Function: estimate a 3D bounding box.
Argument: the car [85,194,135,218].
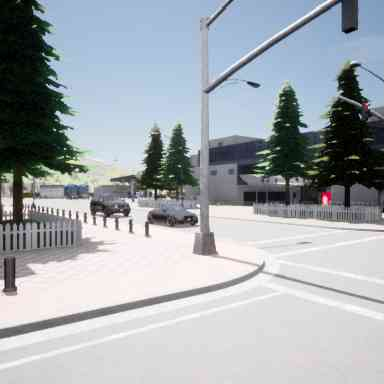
[{"bbox_3d":[-7.837,1.237,31.401,2.150,2.045,5.566,0,0,-37],"label":"car"}]

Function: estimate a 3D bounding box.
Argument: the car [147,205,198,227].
[{"bbox_3d":[-1.401,1.579,22.884,1.994,1.385,4.181,0,0,-37],"label":"car"}]

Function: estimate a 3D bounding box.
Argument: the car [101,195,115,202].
[{"bbox_3d":[-18.884,1.389,75.056,1.845,1.501,3.633,0,0,-37],"label":"car"}]

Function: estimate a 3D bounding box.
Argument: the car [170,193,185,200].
[{"bbox_3d":[-3.877,1.113,86.017,1.932,1.855,4.605,0,0,-37],"label":"car"}]

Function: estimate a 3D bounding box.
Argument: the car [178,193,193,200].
[{"bbox_3d":[-1.789,1.092,88.079,1.905,1.878,3.866,0,0,-37],"label":"car"}]

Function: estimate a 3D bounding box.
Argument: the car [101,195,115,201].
[{"bbox_3d":[-20.912,1.400,82.792,1.970,1.475,3.806,0,0,-37],"label":"car"}]
